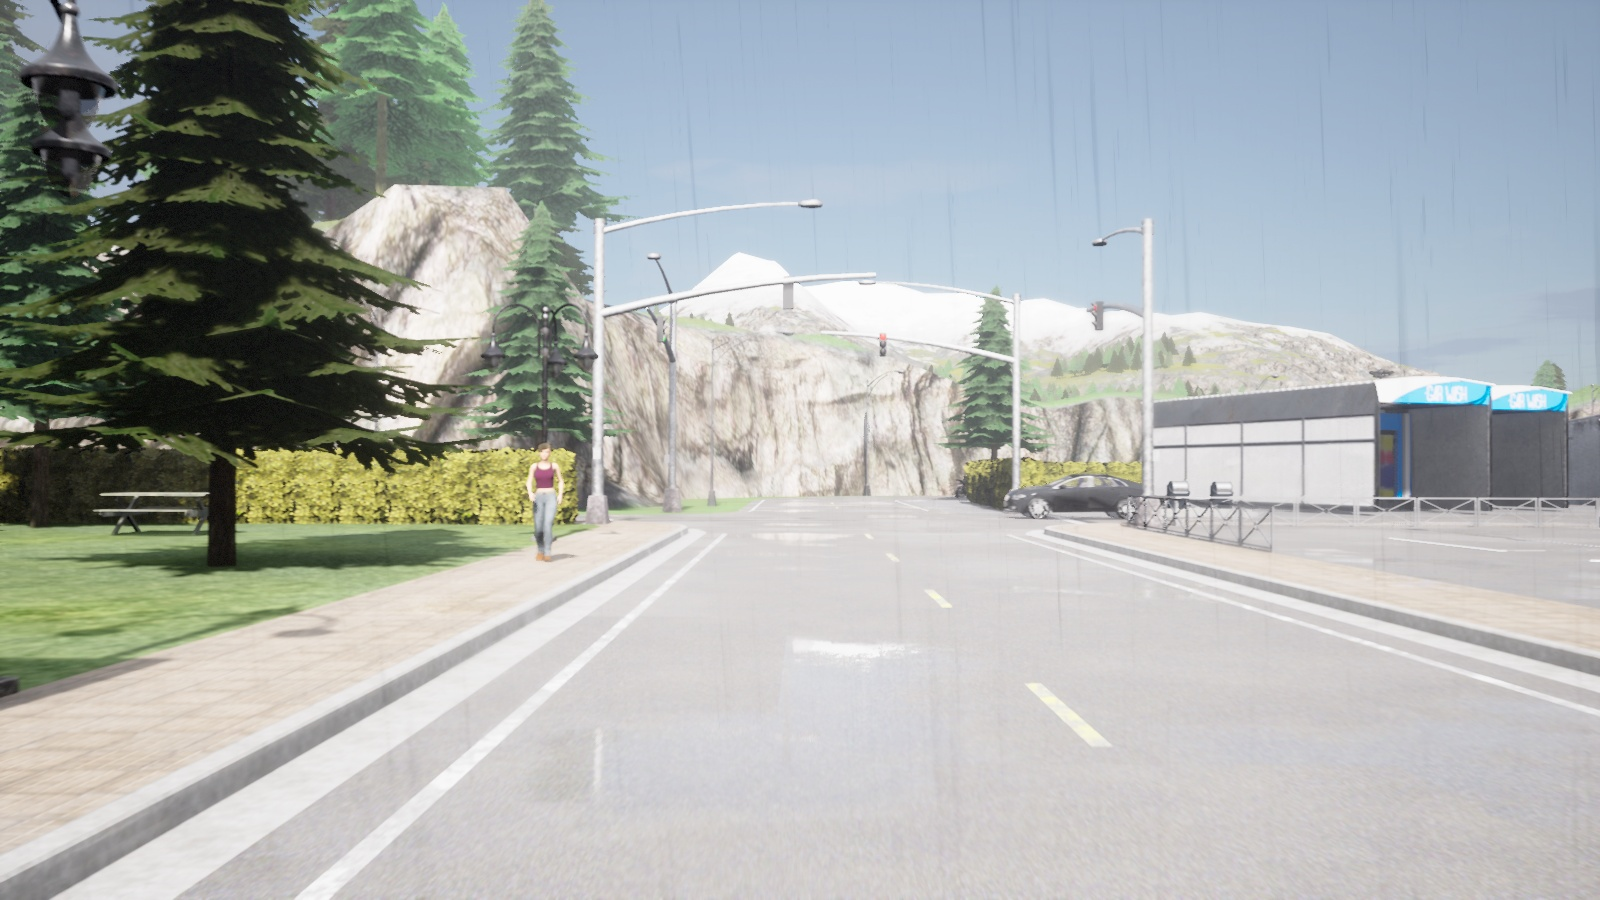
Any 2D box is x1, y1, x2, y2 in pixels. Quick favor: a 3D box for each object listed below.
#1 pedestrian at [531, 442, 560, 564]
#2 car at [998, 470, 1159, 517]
[{"bbox_3d":[-3.891,0.807,19.206,0.345,1.836,0.594,0,-1,-2],"label":"pedestrian"},{"bbox_3d":[9.215,1.435,41.895,4.902,1.511,2.128,0,-1,1],"label":"car"}]
